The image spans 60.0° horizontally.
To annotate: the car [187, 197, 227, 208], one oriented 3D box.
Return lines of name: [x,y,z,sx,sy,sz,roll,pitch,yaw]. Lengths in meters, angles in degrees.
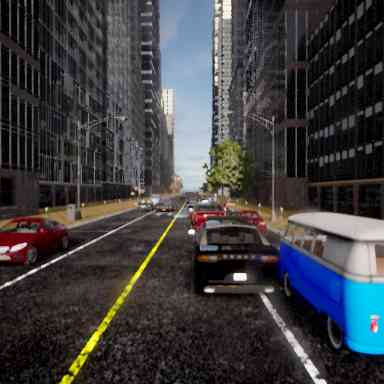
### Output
car: [0.912,1.333,18.793,2.097,1.767,4.553,0,0,0]

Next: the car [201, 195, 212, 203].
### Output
car: [2.918,1.335,68.422,1.967,1.590,4.097,0,0,0]

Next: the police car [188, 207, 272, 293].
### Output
police car: [0.929,1.416,8.941,1.930,1.638,5.238,0,0,0]

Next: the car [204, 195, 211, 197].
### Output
car: [2.842,1.500,45.653,2.008,1.369,4.403,0,0,0]

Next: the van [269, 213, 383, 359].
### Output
van: [2.709,1.335,5.806,1.690,1.788,3.998,0,0,0]

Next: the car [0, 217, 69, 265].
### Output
car: [-5.653,1.570,11.529,1.802,1.307,4.206,0,0,0]

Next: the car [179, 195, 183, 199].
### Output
car: [-2.688,1.420,94.277,1.895,1.301,4.718,0,0,0]

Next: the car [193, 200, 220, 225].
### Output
car: [0.983,1.430,25.021,1.801,1.575,5.366,0,0,0]

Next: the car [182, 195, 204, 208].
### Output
car: [0.160,1.440,45.729,2.128,1.511,4.902,0,0,0]

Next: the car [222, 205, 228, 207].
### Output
car: [2.747,1.565,17.190,1.802,1.307,4.206,0,0,0]

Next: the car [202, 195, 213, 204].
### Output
car: [2.899,1.350,62.730,1.967,1.590,4.097,0,0,0]

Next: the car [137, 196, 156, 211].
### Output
car: [-5.558,1.509,39.992,2.008,1.369,4.403,0,0,0]

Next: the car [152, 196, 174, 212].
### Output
car: [-2.975,1.509,37.720,2.033,1.411,5.357,0,0,0]

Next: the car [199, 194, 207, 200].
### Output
car: [2.994,1.374,91.192,1.887,1.381,4.507,0,0,0]

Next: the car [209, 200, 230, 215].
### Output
car: [2.804,1.547,34.268,1.802,1.307,4.206,0,0,0]
